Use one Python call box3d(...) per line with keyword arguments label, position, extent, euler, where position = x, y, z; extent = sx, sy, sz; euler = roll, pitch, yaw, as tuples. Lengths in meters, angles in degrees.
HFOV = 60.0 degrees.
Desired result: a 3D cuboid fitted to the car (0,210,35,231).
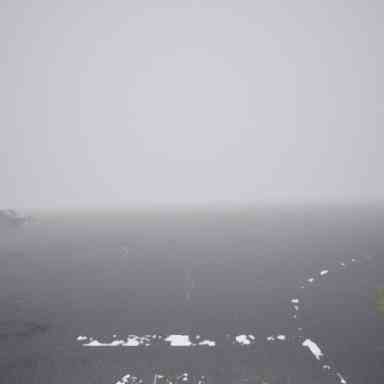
box3d(label="car", position=(-13.082, 1.847, 21.864), extent=(4.718, 1.301, 1.895), euler=(-2, 2, 0))
